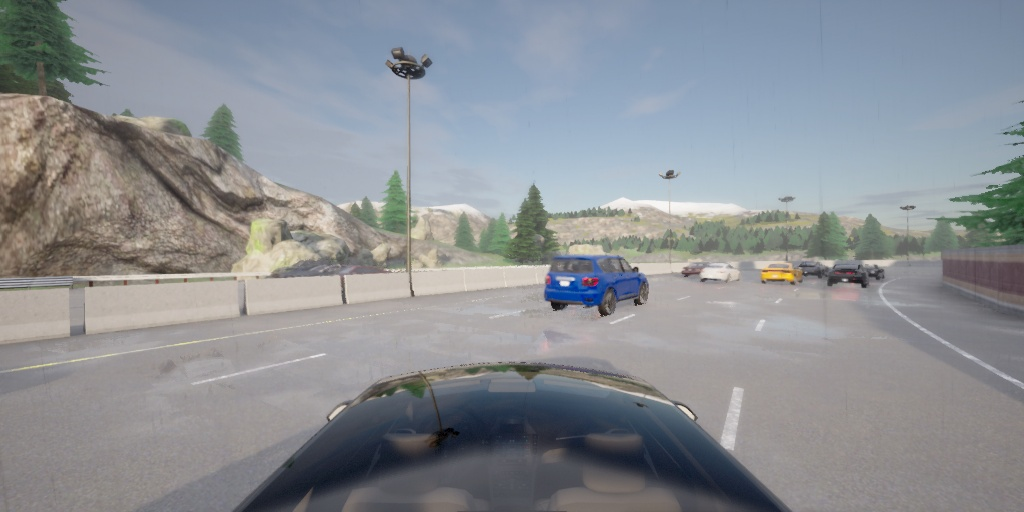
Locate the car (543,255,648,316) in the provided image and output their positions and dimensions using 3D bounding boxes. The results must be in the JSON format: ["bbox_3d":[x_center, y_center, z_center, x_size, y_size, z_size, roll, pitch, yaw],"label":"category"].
[{"bbox_3d":[3.386,0.973,13.757,2.150,2.045,5.566,0,0,39],"label":"car"}]

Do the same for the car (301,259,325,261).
[{"bbox_3d":[-16.372,1.102,28.487,2.097,1.767,4.553,0,0,39],"label":"car"}]

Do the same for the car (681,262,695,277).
[{"bbox_3d":[17.996,1.297,34.059,5.357,1.411,2.033,0,0,-41],"label":"car"}]

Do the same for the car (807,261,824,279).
[{"bbox_3d":[27.748,1.241,33.055,4.902,1.511,2.128,0,0,-39],"label":"car"}]

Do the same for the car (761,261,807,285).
[{"bbox_3d":[19.785,1.228,26.211,5.008,1.535,1.882,0,0,-43],"label":"car"}]

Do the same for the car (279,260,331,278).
[{"bbox_3d":[-11.707,1.241,23.113,2.128,1.511,4.902,0,0,38],"label":"car"}]

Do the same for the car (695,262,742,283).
[{"bbox_3d":[15.993,1.276,27.486,4.674,1.442,1.812,0,0,-44],"label":"car"}]

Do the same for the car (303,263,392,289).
[{"bbox_3d":[-9.098,1.276,20.785,1.812,1.442,4.674,0,0,38],"label":"car"}]

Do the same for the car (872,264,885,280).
[{"bbox_3d":[30.473,1.351,30.780,4.718,1.301,1.895,0,0,-39],"label":"car"}]

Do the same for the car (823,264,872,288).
[{"bbox_3d":[22.524,1.255,23.984,4.892,1.490,1.837,0,0,-43],"label":"car"}]

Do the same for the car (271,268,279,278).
[{"bbox_3d":[-14.446,1.314,25.275,1.994,1.385,4.181,0,0,38],"label":"car"}]
